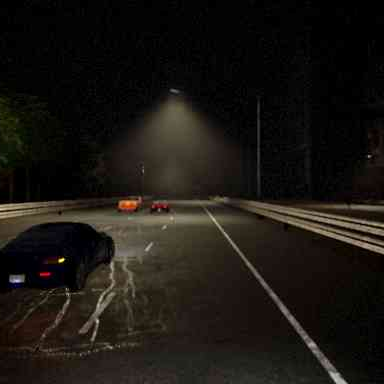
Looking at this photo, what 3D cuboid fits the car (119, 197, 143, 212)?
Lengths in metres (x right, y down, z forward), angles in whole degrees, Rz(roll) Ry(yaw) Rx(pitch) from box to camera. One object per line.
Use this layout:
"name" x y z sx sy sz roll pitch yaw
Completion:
"car" -6.877 1.327 37.758 2.097 1.767 4.553 0 0 0

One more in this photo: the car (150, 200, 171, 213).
"car" -3.377 1.575 36.653 1.895 1.301 4.718 0 0 0

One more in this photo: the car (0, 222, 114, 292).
"car" -3.397 1.515 8.781 1.812 1.442 4.674 0 0 0
